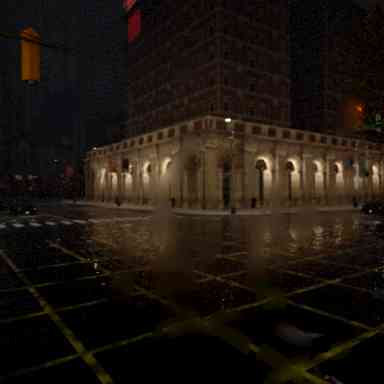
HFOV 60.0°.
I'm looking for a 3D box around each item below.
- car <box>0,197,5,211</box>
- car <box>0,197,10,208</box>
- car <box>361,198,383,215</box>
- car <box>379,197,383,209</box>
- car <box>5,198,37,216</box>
[{"bbox_3d":[-22.297,1.483,40.568,1.812,1.442,4.674,-1,0,-35],"label":"car"},{"bbox_3d":[-28.105,1.483,48.832,1.812,1.442,4.674,-1,0,-35],"label":"car"},{"bbox_3d":[17.898,1.297,30.878,5.357,1.411,2.033,-1,0,-35],"label":"car"},{"bbox_3d":[24.254,1.266,39.306,4.718,1.301,1.895,-1,0,-36],"label":"car"},{"bbox_3d":[-16.689,1.505,32.740,2.033,1.411,5.357,-1,0,-36],"label":"car"}]
